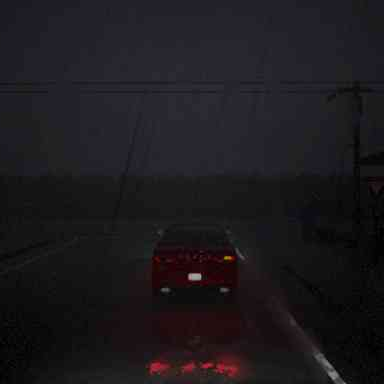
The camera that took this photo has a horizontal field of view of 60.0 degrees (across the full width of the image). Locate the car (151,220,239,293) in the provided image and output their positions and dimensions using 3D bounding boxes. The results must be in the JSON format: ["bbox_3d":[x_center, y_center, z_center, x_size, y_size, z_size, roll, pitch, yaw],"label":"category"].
[{"bbox_3d":[0.071,1.485,8.921,1.882,1.535,5.008,0,0,0],"label":"car"}]
